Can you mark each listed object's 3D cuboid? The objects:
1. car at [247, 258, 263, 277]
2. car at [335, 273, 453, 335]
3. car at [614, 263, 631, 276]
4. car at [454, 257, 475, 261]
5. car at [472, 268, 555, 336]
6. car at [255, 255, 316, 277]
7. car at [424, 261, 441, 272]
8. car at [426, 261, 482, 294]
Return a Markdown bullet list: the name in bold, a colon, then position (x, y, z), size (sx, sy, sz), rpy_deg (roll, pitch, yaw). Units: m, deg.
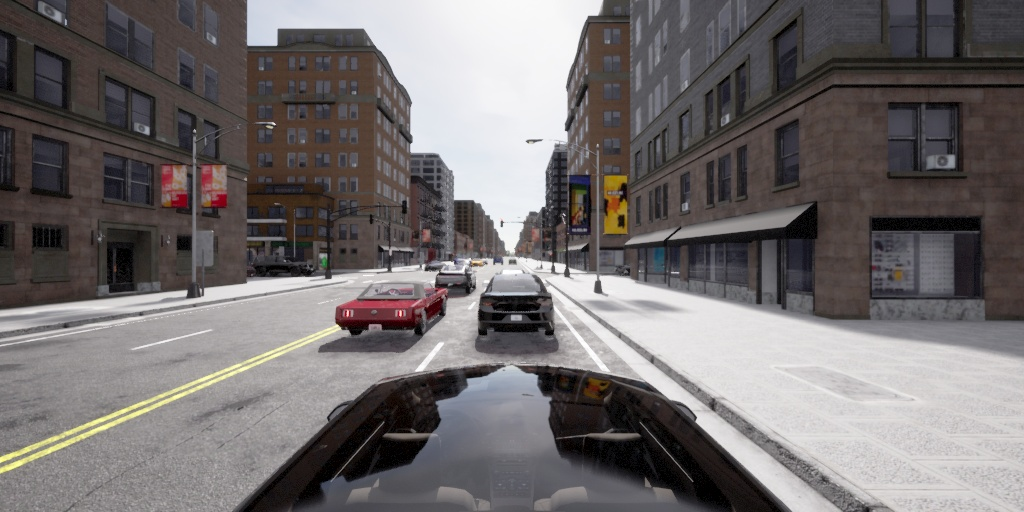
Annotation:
- **car**: position (-25.359, 1.170, 32.223), size (4.097, 1.591, 1.967), rpy_deg (0, 0, 0)
- **car**: position (-3.133, 1.351, 10.458), size (1.895, 1.301, 4.718), rpy_deg (0, 0, 0)
- **car**: position (13.305, 1.278, 37.789), size (4.902, 1.511, 2.128), rpy_deg (0, 0, 0)
- **car**: position (-6.333, 1.236, 46.755), size (2.128, 1.511, 4.902), rpy_deg (0, 0, -3)
- **car**: position (0.111, 1.227, 10.478), size (1.882, 1.535, 5.008), rpy_deg (0, 0, 0)
- **car**: position (-22.125, 0.963, 34.740), size (5.566, 2.045, 2.150), rpy_deg (0, 0, 0)
- **car**: position (-9.937, 1.309, 46.636), size (1.994, 1.385, 4.181), rpy_deg (0, 0, 4)
- **car**: position (-3.110, 1.240, 20.393), size (2.128, 1.511, 4.902), rpy_deg (0, 0, 0)
